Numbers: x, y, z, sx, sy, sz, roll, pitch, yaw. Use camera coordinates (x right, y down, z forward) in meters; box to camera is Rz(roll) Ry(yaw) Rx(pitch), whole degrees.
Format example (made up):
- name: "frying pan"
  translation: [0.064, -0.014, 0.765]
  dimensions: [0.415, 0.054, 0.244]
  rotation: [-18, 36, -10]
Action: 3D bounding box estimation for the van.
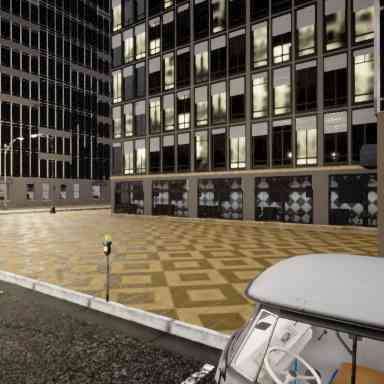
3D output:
- name: "van"
  translation: [1.933, 1.341, 1.500]
  dimensions: [3.998, 1.788, 1.690]
  rotation: [0, 0, 35]
